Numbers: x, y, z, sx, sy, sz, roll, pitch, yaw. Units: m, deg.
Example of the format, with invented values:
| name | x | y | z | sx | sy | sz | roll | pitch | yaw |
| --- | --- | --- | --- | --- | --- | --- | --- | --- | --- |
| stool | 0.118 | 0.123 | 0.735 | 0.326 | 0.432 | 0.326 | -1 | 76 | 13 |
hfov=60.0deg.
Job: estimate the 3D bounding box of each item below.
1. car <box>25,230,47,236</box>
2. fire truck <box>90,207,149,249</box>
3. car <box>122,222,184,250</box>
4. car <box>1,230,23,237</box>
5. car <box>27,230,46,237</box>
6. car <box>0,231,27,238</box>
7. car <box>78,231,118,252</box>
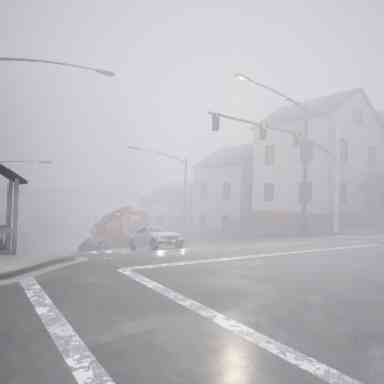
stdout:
| name | x | y | z | sx | sy | sz | roll | pitch | yaw |
| --- | --- | --- | --- | --- | --- | --- | --- | --- | --- |
| car | -38.439 | 9.999 | 82.103 | 4.536 | 1.218 | 1.853 | 2 | -1 | -6 |
| fire truck | -7.590 | 4.138 | 34.208 | 2.891 | 3.827 | 8.468 | 3 | -15 | -36 |
| car | -2.349 | 2.815 | 20.540 | 1.812 | 1.442 | 4.674 | 2 | -10 | -34 |
| car | -42.320 | 9.810 | 78.444 | 1.853 | 1.218 | 4.536 | 1 | -1 | 19 |
| car | -38.392 | 10.158 | 82.105 | 4.974 | 1.542 | 2.038 | 2 | -1 | -6 |
| car | -42.341 | 9.966 | 78.391 | 2.038 | 1.542 | 4.974 | 1 | -1 | 19 |
| car | -8.578 | 4.629 | 29.392 | 1.994 | 1.385 | 4.181 | 2 | -14 | -35 |
